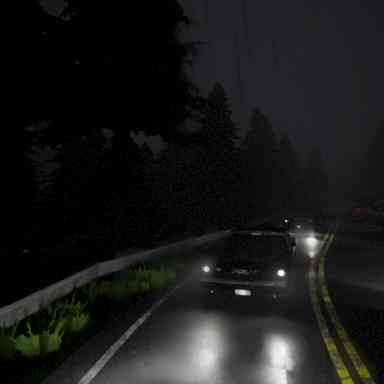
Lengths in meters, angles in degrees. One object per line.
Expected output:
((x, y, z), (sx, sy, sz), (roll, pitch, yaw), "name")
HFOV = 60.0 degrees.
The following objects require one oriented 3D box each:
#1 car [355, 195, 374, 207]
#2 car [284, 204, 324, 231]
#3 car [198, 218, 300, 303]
((20.856, 1.051, 40.164), (2.128, 1.511, 4.902), (-2, 0, 28), "car")
((6.915, 1.455, 20.305), (2.033, 1.411, 5.357), (-2, 0, 26), "car")
((1.653, 1.598, 8.449), (1.895, 1.301, 4.718), (-1, 0, 18), "car")
